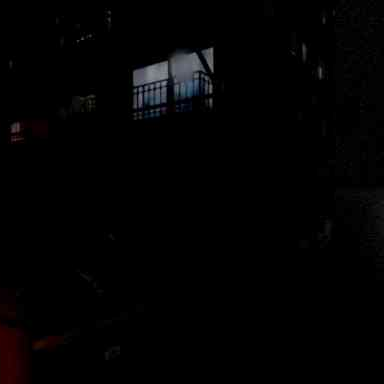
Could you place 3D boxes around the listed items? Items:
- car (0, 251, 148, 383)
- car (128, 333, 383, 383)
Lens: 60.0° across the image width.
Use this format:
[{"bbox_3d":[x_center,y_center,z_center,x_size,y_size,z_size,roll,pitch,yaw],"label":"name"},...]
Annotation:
[{"bbox_3d":[-2.637,1.527,4.744,4.507,1.381,1.887,0,0,35],"label":"car"},{"bbox_3d":[1.959,1.569,1.483,4.313,1.339,1.947,0,0,35],"label":"car"}]
